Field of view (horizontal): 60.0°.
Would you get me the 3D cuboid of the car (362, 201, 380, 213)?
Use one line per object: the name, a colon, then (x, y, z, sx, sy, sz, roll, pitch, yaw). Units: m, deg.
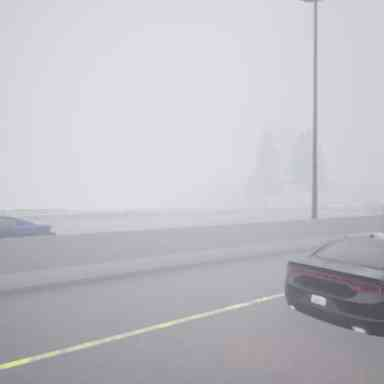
car: (23.616, 1.899, 42.215, 4.892, 1.490, 1.837, 1, -1, -34)

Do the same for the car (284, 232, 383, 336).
car: (3.972, 1.540, 6.575, 5.008, 1.535, 1.882, 1, 0, -35)

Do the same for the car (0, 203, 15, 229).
car: (-13.629, 1.482, 20.065, 5.008, 1.535, 1.882, 1, 0, -35)

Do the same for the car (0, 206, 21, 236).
car: (-11.606, 1.530, 17.208, 4.674, 1.442, 1.812, 1, 0, -35)

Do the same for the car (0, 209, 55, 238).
car: (-7.476, 1.482, 11.555, 5.008, 1.535, 1.882, 1, 0, -35)

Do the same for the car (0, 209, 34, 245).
car: (-9.552, 1.530, 14.374, 4.674, 1.442, 1.812, 1, 0, -35)

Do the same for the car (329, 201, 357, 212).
car: (20.041, 1.901, 43.996, 4.674, 1.442, 1.812, 0, 0, -35)

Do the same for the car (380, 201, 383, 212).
car: (24.662, 1.603, 38.725, 5.566, 2.045, 2.150, 1, 0, -35)
